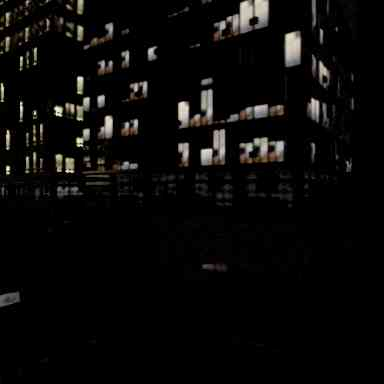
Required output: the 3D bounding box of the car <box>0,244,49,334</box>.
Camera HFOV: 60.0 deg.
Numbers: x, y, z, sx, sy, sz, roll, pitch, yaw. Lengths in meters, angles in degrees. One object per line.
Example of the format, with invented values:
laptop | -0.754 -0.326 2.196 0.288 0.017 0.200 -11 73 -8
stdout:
car | -4.303 1.563 5.940 4.313 1.339 1.947 0 0 36
